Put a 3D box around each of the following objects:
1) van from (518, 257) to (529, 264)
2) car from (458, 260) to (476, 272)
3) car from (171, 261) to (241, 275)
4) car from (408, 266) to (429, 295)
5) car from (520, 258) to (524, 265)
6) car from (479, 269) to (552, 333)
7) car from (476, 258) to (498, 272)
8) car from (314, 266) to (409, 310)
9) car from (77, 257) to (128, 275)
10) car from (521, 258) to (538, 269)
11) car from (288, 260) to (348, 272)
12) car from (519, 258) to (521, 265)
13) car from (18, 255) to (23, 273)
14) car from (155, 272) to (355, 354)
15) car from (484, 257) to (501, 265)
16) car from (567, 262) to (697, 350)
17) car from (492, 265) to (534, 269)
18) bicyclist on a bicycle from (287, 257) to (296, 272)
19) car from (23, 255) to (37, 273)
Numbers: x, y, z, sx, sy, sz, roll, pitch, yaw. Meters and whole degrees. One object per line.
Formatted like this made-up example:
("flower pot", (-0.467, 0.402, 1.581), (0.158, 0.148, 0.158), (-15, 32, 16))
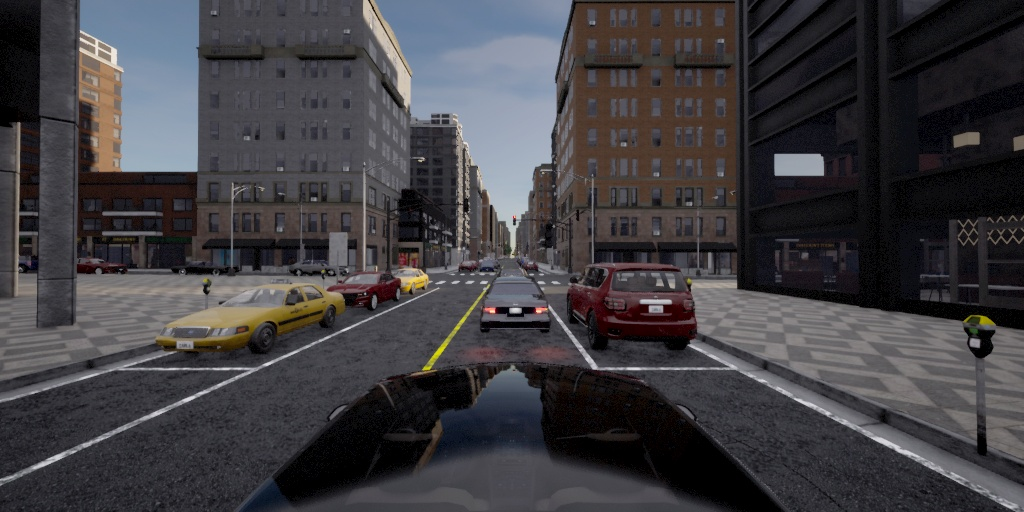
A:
("van", (2.498, 1.107, 64.314), (1.690, 1.789, 3.998), (0, 0, 0))
("car", (-5.982, 1.305, 47.279), (1.888, 1.381, 4.507), (0, 0, 0))
("car", (-26.739, 1.112, 31.444), (4.718, 1.301, 1.895), (1, -1, 0))
("car", (-5.907, 1.279, 20.090), (1.751, 1.417, 4.829), (0, 0, 0))
("car", (2.529, 1.344, 52.967), (1.802, 1.307, 4.207), (0, 0, 0))
("car", (0.067, 1.299, 10.757), (2.033, 1.411, 5.357), (0, 0, 0))
("car", (-3.246, 1.308, 46.719), (2.033, 1.411, 5.357), (0, 0, -4))
("car", (-5.892, 1.297, 14.635), (1.888, 1.381, 4.507), (0, 0, 0))
("car", (-36.833, 0.896, 31.487), (5.008, 1.535, 1.882), (1, -1, 0))
("car", (2.545, 1.342, 47.293), (1.802, 1.307, 4.207), (0, 0, 0))
("car", (-16.841, 1.092, 31.411), (4.902, 1.511, 2.128), (1, -1, 0))
("car", (2.513, 1.346, 58.640), (1.802, 1.307, 4.207), (0, 0, 0))
("car", (-46.942, 0.830, 31.555), (4.892, 1.490, 1.837), (1, -1, 1))
("car", (-5.876, 1.277, 8.840), (1.751, 1.417, 4.829), (0, 0, 0))
("car", (-3.232, 1.327, 56.575), (1.994, 1.385, 4.181), (0, 0, 0))
("car", (2.650, 1.066, 9.025), (2.192, 1.841, 5.009), (0, 0, 0))
("car", (0.019, 1.355, 20.483), (1.895, 1.301, 4.718), (0, 0, 0))
("bicyclist on a bicycle", (-23.111, 0.908, 37.673), (0.582, 1.620, 1.656), (0, 0, 0))
("car", (-47.615, 0.703, 34.657), (4.553, 1.767, 2.097), (1, -1, 1))
